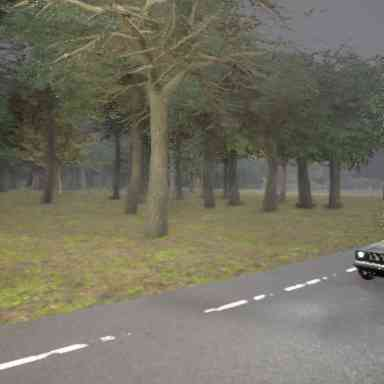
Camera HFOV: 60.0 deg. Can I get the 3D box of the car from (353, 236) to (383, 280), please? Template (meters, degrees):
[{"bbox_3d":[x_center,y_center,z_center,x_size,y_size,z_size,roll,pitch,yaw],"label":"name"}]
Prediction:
[{"bbox_3d":[6.192,1.585,8.849,4.718,1.301,1.895,0,0,-40],"label":"car"}]
